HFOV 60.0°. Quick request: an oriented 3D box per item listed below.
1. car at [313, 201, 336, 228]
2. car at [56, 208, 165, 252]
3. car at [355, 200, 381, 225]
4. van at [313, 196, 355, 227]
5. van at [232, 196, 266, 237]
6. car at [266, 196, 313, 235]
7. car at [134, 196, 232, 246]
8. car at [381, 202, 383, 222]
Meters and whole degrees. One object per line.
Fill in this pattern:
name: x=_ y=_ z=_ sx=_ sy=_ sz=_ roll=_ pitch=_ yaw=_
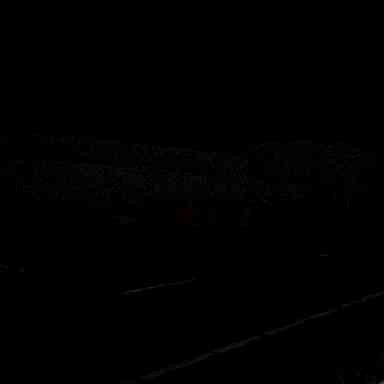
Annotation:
car: x=6.023 y=1.499 z=20.855 sx=4.892 sy=1.521 sz=2.231 roll=-1 pitch=0 yaw=35
car: x=-3.709 y=1.544 z=13.943 sx=4.674 sy=1.452 sz=2.002 roll=-1 pitch=-1 yaw=35
car: x=10.906 y=1.365 z=24.297 sx=4.553 sy=1.767 sz=2.185 roll=-1 pitch=0 yaw=35
van: x=8.351 y=1.270 z=22.653 sx=4.442 sy=1.987 sz=1.878 roll=-1 pitch=0 yaw=35
van: x=1.253 y=1.277 z=17.344 sx=4.442 sy=1.987 sz=1.878 roll=-1 pitch=-1 yaw=35
car: x=3.612 y=1.249 z=19.123 sx=5.566 sy=2.045 sz=2.435 roll=-1 pitch=-1 yaw=35
car: x=-1.306 y=1.255 z=15.691 sx=5.566 sy=2.045 sz=2.435 roll=-1 pitch=-1 yaw=35
car: x=13.316 y=1.528 z=26.038 sx=4.674 sy=1.452 sz=2.002 roll=-1 pitch=0 yaw=35
